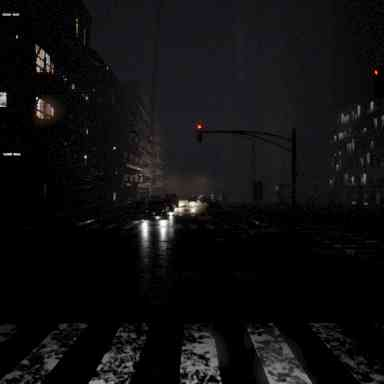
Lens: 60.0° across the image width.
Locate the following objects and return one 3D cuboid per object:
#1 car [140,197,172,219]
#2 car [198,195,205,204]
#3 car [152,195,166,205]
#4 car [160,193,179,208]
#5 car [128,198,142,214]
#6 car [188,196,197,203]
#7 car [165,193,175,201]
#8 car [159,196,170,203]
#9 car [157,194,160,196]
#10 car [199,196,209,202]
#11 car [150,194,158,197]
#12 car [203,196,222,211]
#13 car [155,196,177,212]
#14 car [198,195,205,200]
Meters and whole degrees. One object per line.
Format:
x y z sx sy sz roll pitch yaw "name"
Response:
-3.092 1.500 29.354 1.837 1.490 4.892 0 0 0 "car"
2.662 1.551 63.685 2.008 1.369 4.403 -1 0 0 "car"
-5.689 1.439 57.981 1.967 1.590 4.097 -1 0 0 "car"
-3.078 1.218 49.456 2.150 2.045 5.566 0 0 0 "car"
-5.692 1.540 35.385 1.887 1.381 4.507 -1 0 0 "car"
0.120 1.549 69.808 2.033 1.411 5.357 0 0 0 "car"
-5.684 1.322 86.226 2.192 1.841 5.009 -1 0 0 "car"
-5.684 1.583 69.279 1.802 1.307 4.206 -1 0 0 "car"
-5.692 1.312 52.333 2.192 1.841 5.009 -1 0 0 "car"
2.665 1.548 74.984 1.887 1.381 4.507 -1 0 0 "car"
-5.693 1.436 41.034 1.967 1.590 4.097 -1 0 0 "car"
2.656 1.540 41.090 1.887 1.381 4.507 -1 0 0 "car"
-3.086 1.521 39.109 1.812 1.442 4.674 0 0 0 "car"
2.668 1.534 92.101 1.752 1.417 4.829 -1 0 0 "car"
